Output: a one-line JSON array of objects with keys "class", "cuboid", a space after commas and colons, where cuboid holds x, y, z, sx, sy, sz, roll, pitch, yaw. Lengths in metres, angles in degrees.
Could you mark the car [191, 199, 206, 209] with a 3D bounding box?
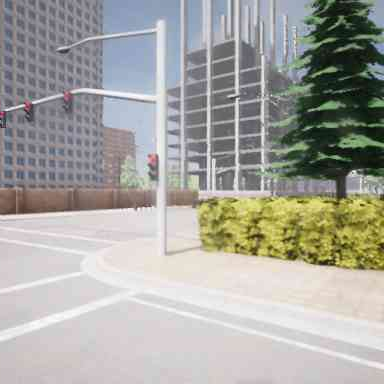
[{"class": "car", "cuboid": [1.716, 1.563, 43.296, 1.994, 1.385, 4.181, 0, 0, 36]}]
